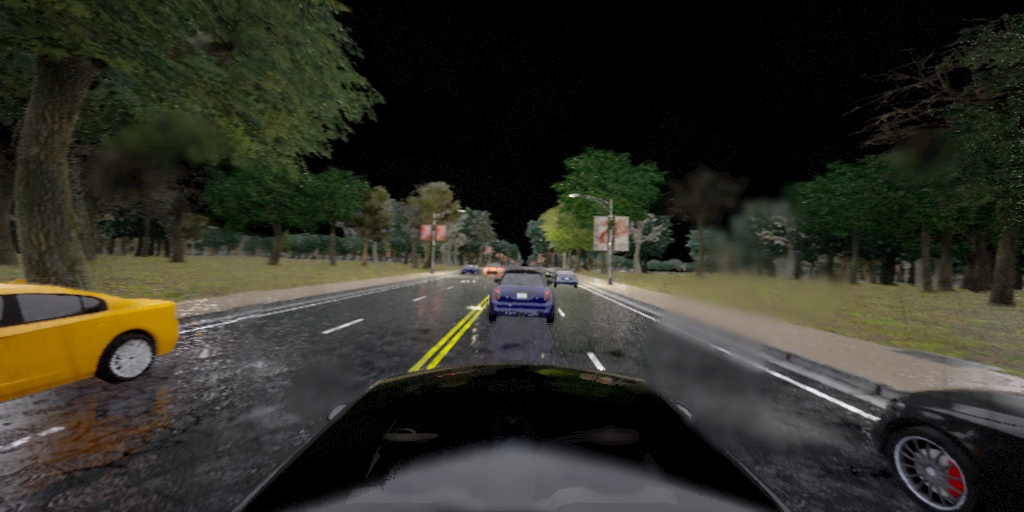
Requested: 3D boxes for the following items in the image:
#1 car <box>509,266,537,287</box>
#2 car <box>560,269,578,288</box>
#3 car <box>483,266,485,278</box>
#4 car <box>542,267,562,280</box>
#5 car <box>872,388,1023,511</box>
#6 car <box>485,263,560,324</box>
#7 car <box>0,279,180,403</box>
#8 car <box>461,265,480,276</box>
[{"bbox_3d":[0.971,1.643,30.224,2.128,1.511,4.902,2,-1,2],"label":"car"},{"bbox_3d":[4.154,1.775,29.048,2.033,1.411,5.357,2,-1,2],"label":"car"},{"bbox_3d":[-2.091,1.580,41.274,2.097,1.767,4.553,2,-1,2],"label":"car"},{"bbox_3d":[4.537,2.025,41.442,1.895,1.301,4.718,2,-1,3],"label":"car"},{"bbox_3d":[4.256,1.395,1.371,1.812,1.442,4.674,2,-1,2],"label":"car"},{"bbox_3d":[0.376,1.253,12.988,2.097,1.767,4.553,2,-1,2],"label":"car"},{"bbox_3d":[-6.642,1.062,3.962,1.882,1.535,5.008,2,-1,2],"label":"car"},{"bbox_3d":[-5.212,1.799,45.189,1.895,1.301,4.718,2,-1,2],"label":"car"}]
